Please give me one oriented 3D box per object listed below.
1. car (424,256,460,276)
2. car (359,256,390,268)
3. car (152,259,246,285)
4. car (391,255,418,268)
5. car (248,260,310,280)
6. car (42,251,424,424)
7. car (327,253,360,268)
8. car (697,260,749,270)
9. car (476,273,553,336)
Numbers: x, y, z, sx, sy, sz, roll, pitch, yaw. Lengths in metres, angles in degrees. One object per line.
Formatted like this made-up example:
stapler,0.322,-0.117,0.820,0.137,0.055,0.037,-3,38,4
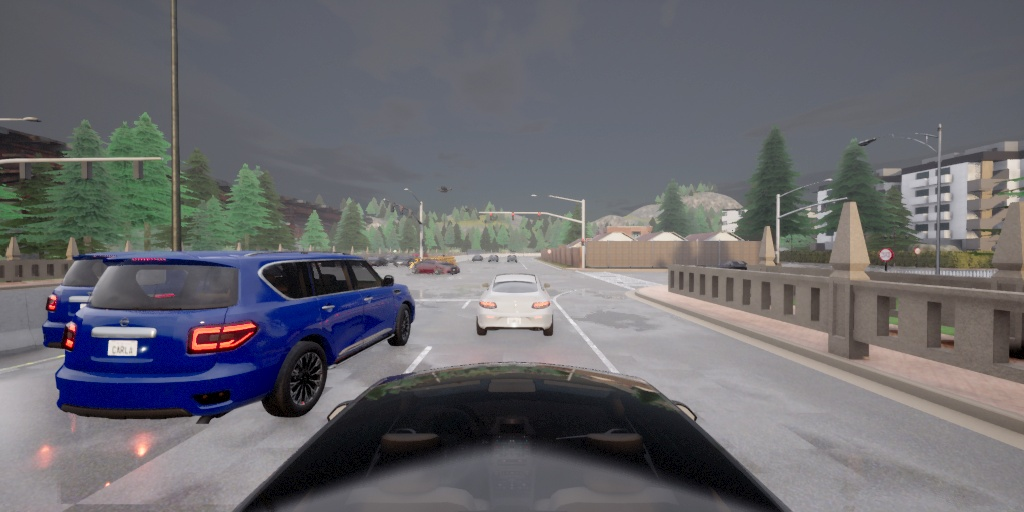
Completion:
car,-6.546,0.968,30.691,4.181,1.385,1.994,0,1,30
car,-17.646,0.751,46.277,2.033,1.411,5.357,0,1,0
car,-21.125,0.975,24.556,2.128,1.511,4.902,0,1,0
car,-14.130,0.681,47.320,2.128,1.511,4.902,0,1,-1
car,-17.627,1.010,27.402,1.994,1.385,4.181,0,1,0
car,-3.487,0.934,6.073,2.150,2.045,5.566,0,1,4
car,-21.144,0.569,45.234,2.097,1.767,4.553,0,1,0
car,18.037,1.014,29.982,4.718,1.301,1.895,0,1,2
car,0.110,1.195,9.993,1.812,1.442,4.674,0,1,2
